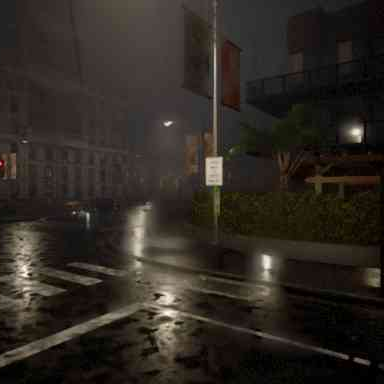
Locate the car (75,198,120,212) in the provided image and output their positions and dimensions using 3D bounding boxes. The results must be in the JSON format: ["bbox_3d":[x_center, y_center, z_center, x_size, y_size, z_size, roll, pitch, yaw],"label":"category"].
[{"bbox_3d":[-10.527,1.496,38.309,1.837,1.490,4.892,0,0,36],"label":"car"}]

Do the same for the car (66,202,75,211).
[{"bbox_3d":[-13.024,1.467,40.851,1.882,1.535,5.008,0,0,35],"label":"car"}]
